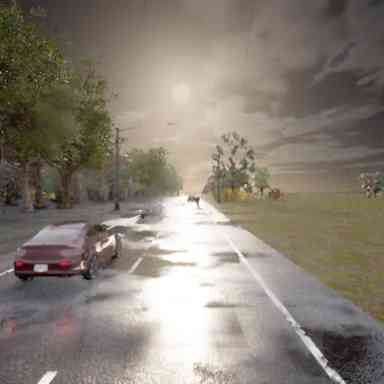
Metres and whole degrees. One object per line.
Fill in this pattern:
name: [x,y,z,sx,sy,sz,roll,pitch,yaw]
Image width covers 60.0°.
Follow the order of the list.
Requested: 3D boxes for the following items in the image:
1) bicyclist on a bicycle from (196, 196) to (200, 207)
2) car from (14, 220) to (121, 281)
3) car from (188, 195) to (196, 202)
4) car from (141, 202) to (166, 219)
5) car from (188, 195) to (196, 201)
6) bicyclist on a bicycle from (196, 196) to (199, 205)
bicyclist on a bicycle: [0.958,1.510,52.330,0.659,1.776,1.843,0,0,0]
car: [-3.403,1.552,9.798,1.812,1.442,4.674,0,0,0]
car: [-0.007,1.556,79.438,2.097,1.767,4.553,0,0,0]
car: [-3.406,1.627,29.999,2.033,1.411,5.357,0,0,0]
car: [-0.010,1.694,95.367,2.033,1.411,5.357,0,0,0]
bicyclist on a bicycle: [0.957,1.616,60.890,0.582,1.620,1.656,0,-1,0]
